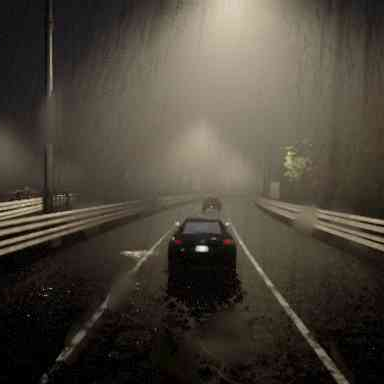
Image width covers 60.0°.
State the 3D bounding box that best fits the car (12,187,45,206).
[{"bbox_3d":[-18.554,0.623,37.519,2.097,1.767,4.553,0,1,-12],"label":"car"}]

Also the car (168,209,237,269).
[{"bbox_3d":[0.345,1.481,10.941,1.994,1.385,4.181,0,0,2],"label":"car"}]

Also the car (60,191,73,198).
[{"bbox_3d":[-24.196,0.437,64.209,1.994,1.385,4.181,0,0,-12],"label":"car"}]

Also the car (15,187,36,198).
[{"bbox_3d":[-30.780,0.093,61.517,2.150,2.045,5.566,0,0,-12],"label":"car"}]

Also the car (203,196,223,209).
[{"bbox_3d":[2.212,1.223,35.557,1.837,1.490,4.892,0,0,7],"label":"car"}]

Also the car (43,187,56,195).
[{"bbox_3d":[-27.623,0.085,63.504,2.150,2.045,5.566,0,0,-12],"label":"car"}]
